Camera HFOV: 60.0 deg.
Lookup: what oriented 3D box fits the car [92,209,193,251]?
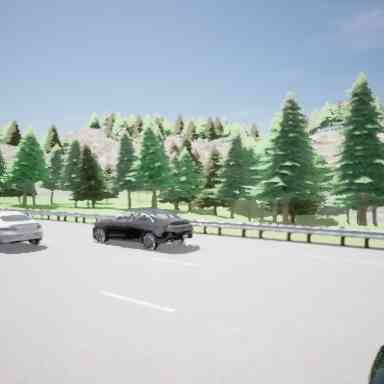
[{"bbox_3d":[-2.227,1.492,14.176,4.902,1.511,2.128,0,0,35],"label":"car"}]

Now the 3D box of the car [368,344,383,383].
[{"bbox_3d":[3.161,1.565,1.737,4.181,1.385,1.994,0,0,35],"label":"car"}]

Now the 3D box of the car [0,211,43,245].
[{"bbox_3d":[-8.168,1.526,14.114,4.674,1.442,1.812,0,0,35],"label":"car"}]
